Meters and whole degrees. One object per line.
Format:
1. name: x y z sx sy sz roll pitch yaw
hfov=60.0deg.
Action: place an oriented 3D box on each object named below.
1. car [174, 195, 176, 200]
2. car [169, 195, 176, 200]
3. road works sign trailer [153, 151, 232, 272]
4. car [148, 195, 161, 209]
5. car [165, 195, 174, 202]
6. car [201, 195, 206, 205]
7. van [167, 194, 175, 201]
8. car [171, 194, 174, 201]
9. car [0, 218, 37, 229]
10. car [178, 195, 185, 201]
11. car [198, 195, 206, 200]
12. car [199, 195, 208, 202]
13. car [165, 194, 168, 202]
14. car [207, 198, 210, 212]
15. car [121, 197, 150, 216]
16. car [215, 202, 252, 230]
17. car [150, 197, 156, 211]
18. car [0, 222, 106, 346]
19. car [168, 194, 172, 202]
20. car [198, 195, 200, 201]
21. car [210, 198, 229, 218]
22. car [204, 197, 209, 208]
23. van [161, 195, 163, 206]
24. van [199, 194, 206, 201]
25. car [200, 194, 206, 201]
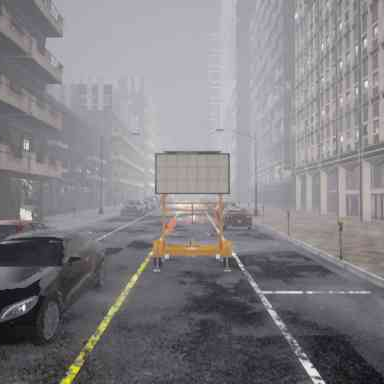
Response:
1. car: -5.572 1.372 76.765 2.192 1.841 5.009 1 0 0
2. car: -5.518 1.590 93.235 1.752 1.417 4.829 1 0 0
3. road works sign trailer: 0.013 0.474 10.839 2.380 3.560 2.880 0 0 0
4. car: -5.616 1.476 43.485 1.967 1.590 4.097 1 0 0
5. car: -5.576 1.585 82.141 1.752 1.417 4.829 1 0 0
6. car: 2.769 1.590 49.098 2.008 1.369 4.403 1 0 0
7. van: -5.529 1.403 87.859 1.690 1.788 3.998 1 0 0
8. car: -5.579 1.493 71.219 1.967 1.590 4.097 1 0 0
9. car: -5.663 1.554 10.204 1.887 1.381 4.507 1 0 0
10. car: -2.879 1.549 90.856 1.882 1.535 5.008 0 0 0
11. car: 2.829 1.630 93.482 1.947 1.339 4.313 1 0 0
12. car: 2.816 1.500 82.386 1.967 1.590 4.097 1 0 0
13. car: -5.599 1.358 54.578 2.192 1.841 5.009 1 0 0
14. car: 2.747 1.573 32.454 1.887 1.381 4.507 1 0 0
15. car: -5.632 1.469 32.391 1.967 1.590 4.097 1 0 0
16. car: 2.732 1.564 21.358 1.887 1.381 4.507 1 0 0
17. car: -5.626 1.577 37.938 1.887 1.381 4.507 1 0 0
18. car: -2.993 1.532 6.501 1.812 1.442 4.674 0 0 0
19. car: -5.588 1.601 65.672 2.008 1.369 4.403 1 0 0
20. car: 2.798 1.635 71.290 1.802 1.307 4.206 1 0 0
21. car: 2.741 1.464 26.906 1.967 1.590 4.097 1 0 0
22. car: 2.754 1.577 38.003 1.887 1.381 4.507 1 0 0
23. van: -5.607 1.380 49.032 1.690 1.788 3.998 1 0 0
24. van: 2.826 1.403 87.934 1.690 1.788 3.998 1 0 0
25. car: 2.785 1.572 60.364 1.752 1.417 4.829 1 0 0
